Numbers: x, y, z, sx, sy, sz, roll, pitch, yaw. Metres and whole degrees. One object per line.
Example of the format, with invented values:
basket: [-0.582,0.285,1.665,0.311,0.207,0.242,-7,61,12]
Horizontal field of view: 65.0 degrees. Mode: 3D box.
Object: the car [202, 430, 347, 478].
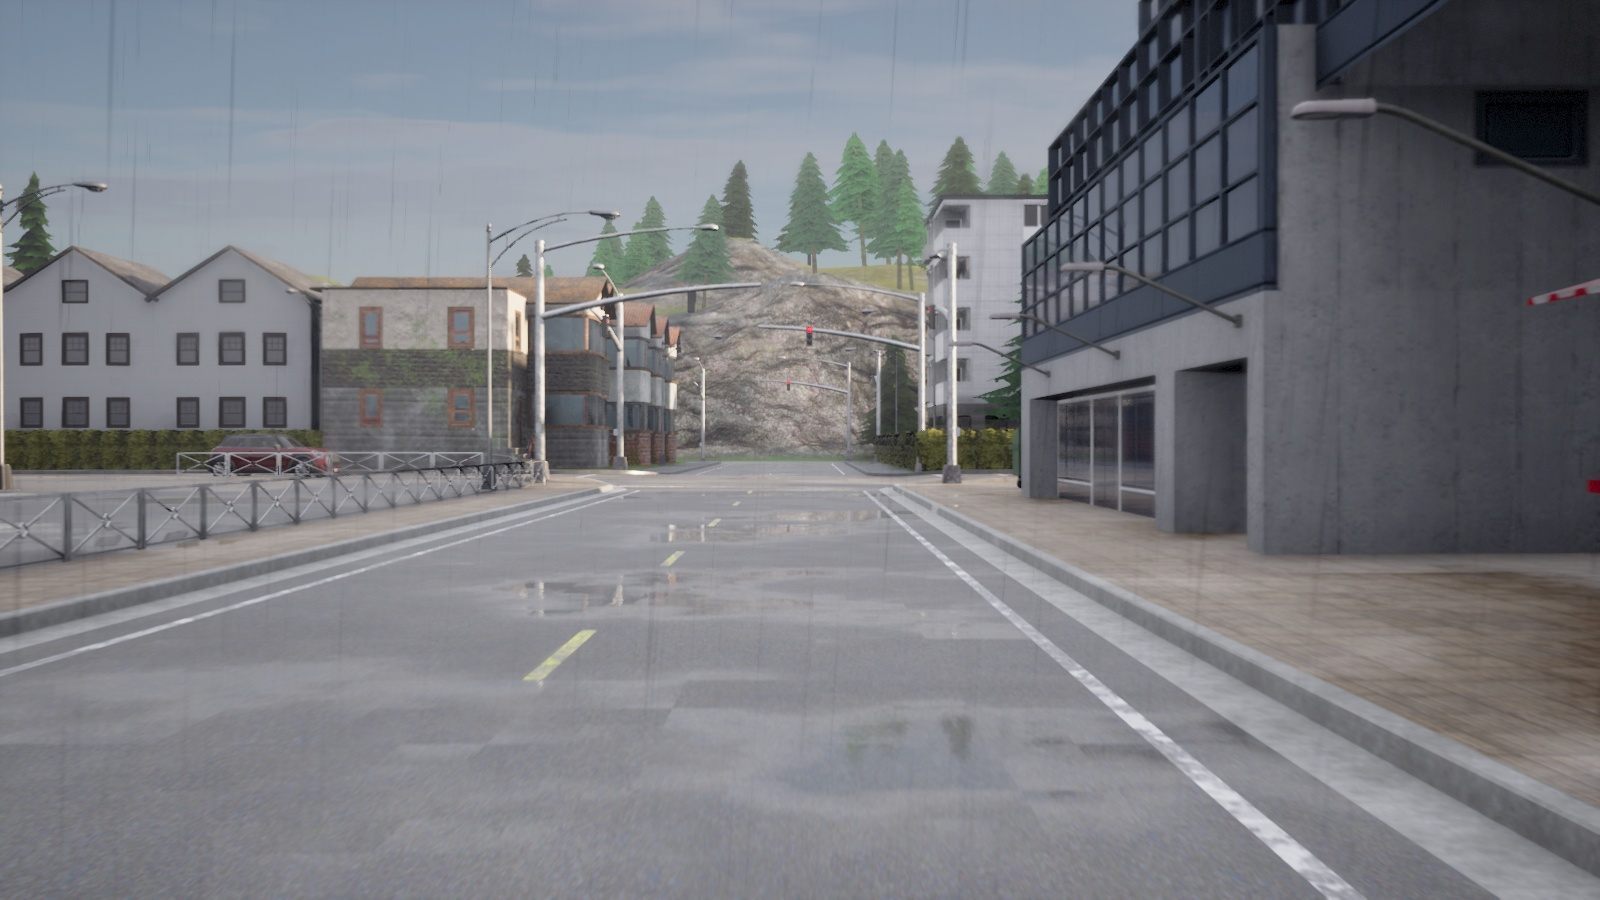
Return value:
car: [-19.571,0.148,46.927,4.553,1.767,2.097,0,0,0]
